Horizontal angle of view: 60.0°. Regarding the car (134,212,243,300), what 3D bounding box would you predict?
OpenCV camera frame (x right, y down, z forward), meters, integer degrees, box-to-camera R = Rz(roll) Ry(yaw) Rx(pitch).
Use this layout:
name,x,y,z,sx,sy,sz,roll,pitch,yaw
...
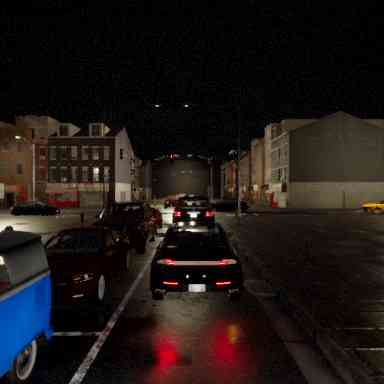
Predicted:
name,x,y,z,sx,sy,sz,roll,pitch,yaw
car,0.090,1.491,8.337,2.128,1.511,4.902,0,0,0

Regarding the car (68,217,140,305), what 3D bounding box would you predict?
name,x,y,z,sx,sy,sz,roll,pitch,yaw
car,-2.651,1.544,8.142,1.887,1.381,4.507,0,0,0

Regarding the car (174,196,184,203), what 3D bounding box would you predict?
name,x,y,z,sx,sy,sz,roll,pitch,yaw
car,-2.714,1.606,72.553,2.008,1.369,4.403,0,0,0

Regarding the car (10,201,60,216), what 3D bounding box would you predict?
name,x,y,z,sx,sy,sz,roll,pitch,yaw
car,-14.483,1.571,30.866,4.181,1.385,1.994,0,0,0

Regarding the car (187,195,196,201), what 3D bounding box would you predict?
name,x,y,z,sx,sy,sz,roll,pitch,yaw
car,-0.083,1.438,86.138,2.128,1.511,4.902,0,0,0

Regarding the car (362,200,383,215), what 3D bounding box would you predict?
name,x,y,z,sx,sy,sz,roll,pitch,yaw
car,19.981,1.504,33.788,5.008,1.535,1.882,0,0,0

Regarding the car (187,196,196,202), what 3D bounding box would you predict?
name,x,y,z,sx,sy,sz,roll,pitch,yaw
car,-0.074,1.649,76.166,1.895,1.301,4.718,0,0,0

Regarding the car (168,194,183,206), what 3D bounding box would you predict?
name,x,y,z,sx,sy,sz,roll,pitch,yaw
car,-2.700,1.345,56.273,2.192,1.841,5.009,0,0,0

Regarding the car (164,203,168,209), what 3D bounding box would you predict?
name,x,y,z,sx,sy,sz,roll,pitch,yaw
car,-2.661,1.546,19.009,1.887,1.381,4.507,0,0,0

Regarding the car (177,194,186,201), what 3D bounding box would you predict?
name,x,y,z,sx,sy,sz,roll,pitch,yaw
car,-2.732,1.401,88.835,2.192,1.841,5.009,0,0,0

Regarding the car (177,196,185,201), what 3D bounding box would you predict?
name,x,y,z,sx,sy,sz,roll,pitch,yaw
car,-2.725,1.641,83.407,1.947,1.339,4.313,0,0,0

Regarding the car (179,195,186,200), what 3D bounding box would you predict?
name,x,y,z,sx,sy,sz,roll,pitch,yaw
car,-2.736,1.537,94.261,1.967,1.590,4.097,0,0,0

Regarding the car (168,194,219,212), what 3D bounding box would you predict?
name,x,y,z,sx,sy,sz,roll,pitch,yaw
car,0.082,1.223,18.530,2.150,2.045,5.566,0,0,0

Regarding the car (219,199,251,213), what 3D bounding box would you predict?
name,x,y,z,sx,sy,sz,roll,pitch,yaw
car,3.667,1.494,34.969,4.902,1.511,2.128,0,0,16

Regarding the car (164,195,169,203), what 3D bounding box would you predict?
name,x,y,z,sx,sy,sz,roll,pitch,yaw
car,-2.689,1.333,45.419,2.192,1.841,5.009,0,0,0

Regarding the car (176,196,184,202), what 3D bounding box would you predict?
name,x,y,z,sx,sy,sz,roll,pitch,yaw
car,-2.719,1.590,77.811,1.752,1.417,4.829,0,0,0

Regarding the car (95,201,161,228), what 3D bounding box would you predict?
name,x,y,z,sx,sy,sz,roll,pitch,yaw
car,-2.657,1.315,13.576,2.192,1.841,5.009,0,0,0

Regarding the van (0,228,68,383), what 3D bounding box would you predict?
name,x,y,z,sx,sy,sz,roll,pitch,yaw
van,-2.646,1.341,2.708,1.690,1.788,3.998,0,0,0
